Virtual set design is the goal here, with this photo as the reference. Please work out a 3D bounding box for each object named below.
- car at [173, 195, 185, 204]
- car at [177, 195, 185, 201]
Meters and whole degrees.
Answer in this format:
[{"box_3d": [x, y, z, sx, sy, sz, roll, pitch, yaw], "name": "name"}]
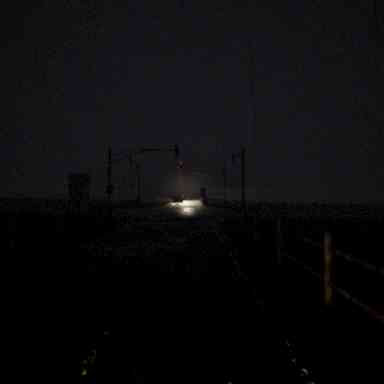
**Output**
[{"box_3d": [-2.716, 1.436, 64.994, 1.882, 1.535, 5.008, 0, 1, 0], "name": "car"}, {"box_3d": [-2.650, 1.494, 81.990, 1.994, 1.385, 4.181, 0, 0, 0], "name": "car"}]
